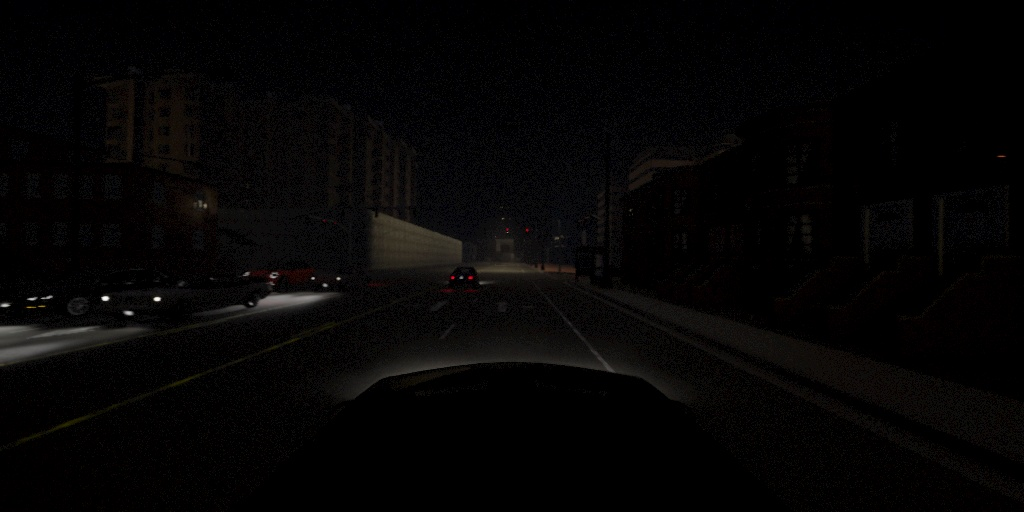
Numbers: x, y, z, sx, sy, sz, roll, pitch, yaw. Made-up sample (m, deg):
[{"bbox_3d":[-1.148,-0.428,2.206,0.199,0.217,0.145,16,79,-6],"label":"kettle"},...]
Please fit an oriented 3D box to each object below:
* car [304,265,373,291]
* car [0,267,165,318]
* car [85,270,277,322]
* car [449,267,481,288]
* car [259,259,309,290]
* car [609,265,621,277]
[{"bbox_3d":[-10.509,1.370,22.428,1.895,1.301,4.718,1,0,1],"label":"car"},{"bbox_3d":[-14.050,1.138,12.374,1.837,1.490,4.892,1,0,0],"label":"car"},{"bbox_3d":[-10.554,1.283,12.088,1.895,1.301,4.718,1,0,0],"label":"car"},{"bbox_3d":[-3.295,1.448,25.417,2.033,1.411,5.357,1,0,-2],"label":"car"},{"bbox_3d":[-14.008,1.065,21.837,2.097,1.767,4.553,1,0,0],"label":"car"},{"bbox_3d":[11.392,1.727,41.359,5.008,1.535,1.882,1,-1,0],"label":"car"}]
